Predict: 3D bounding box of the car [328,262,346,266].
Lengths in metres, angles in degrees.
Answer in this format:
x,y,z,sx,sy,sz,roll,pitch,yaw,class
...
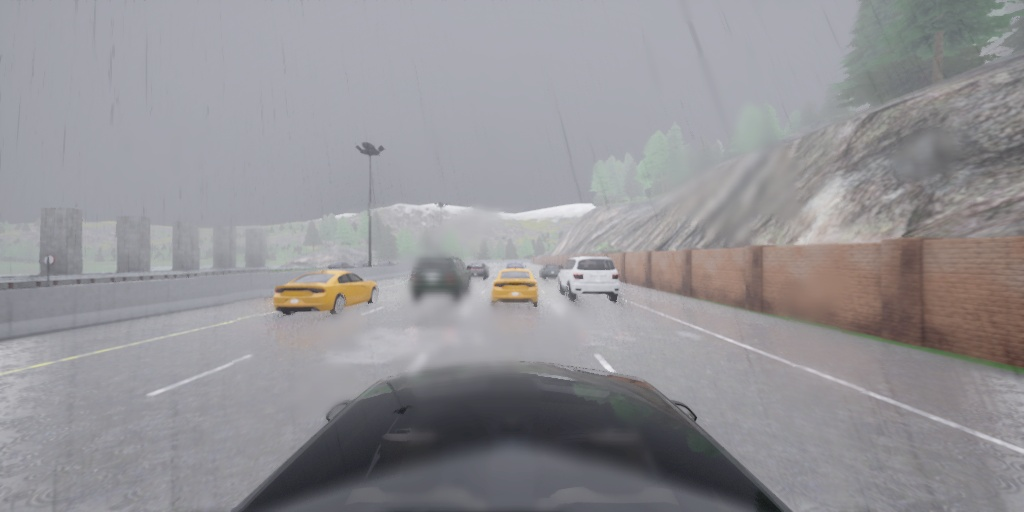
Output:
x,y,z,sx,sy,sz,roll,pitch,yaw,class
-28.097,1.613,58.524,2.033,1.411,5.357,0,0,0,car

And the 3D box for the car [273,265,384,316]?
x,y,z,sx,sy,sz,roll,pitch,yaw,class
-6.870,1.295,13.850,1.882,1.535,5.008,0,0,1,car

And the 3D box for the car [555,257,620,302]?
x,y,z,sx,sy,sz,roll,pitch,yaw,class
3.677,1.055,17.846,2.150,2.045,5.566,0,0,1,car

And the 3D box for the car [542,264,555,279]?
x,y,z,sx,sy,sz,roll,pitch,yaw,class
3.786,1.486,34.528,1.994,1.385,4.181,0,0,0,car

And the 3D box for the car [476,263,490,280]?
x,y,z,sx,sy,sz,roll,pitch,yaw,class
-3.210,1.414,33.914,2.128,1.511,4.902,0,0,0,car

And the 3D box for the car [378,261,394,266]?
x,y,z,sx,sy,sz,roll,pitch,yaw,class
-21.131,1.575,60.015,1.837,1.490,4.892,0,0,0,car

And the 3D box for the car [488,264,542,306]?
x,y,z,sx,sy,sz,roll,pitch,yaw,class
0.158,1.305,16.269,1.882,1.535,5.008,0,0,1,car

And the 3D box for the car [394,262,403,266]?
x,y,z,sx,sy,sz,roll,pitch,yaw,class
-17.638,1.546,60.070,1.882,1.535,5.008,0,0,0,car

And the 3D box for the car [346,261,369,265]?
x,y,z,sx,sy,sz,roll,pitch,yaw,class
-24.613,1.556,58.591,2.128,1.511,4.902,0,0,0,car

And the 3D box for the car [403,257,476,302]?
x,y,z,sx,sy,sz,roll,pitch,yaw,class
-3.325,1.059,17.719,2.150,2.045,5.566,0,0,1,car
